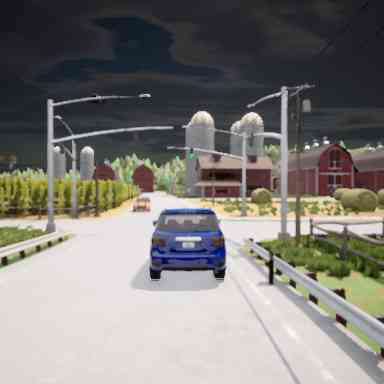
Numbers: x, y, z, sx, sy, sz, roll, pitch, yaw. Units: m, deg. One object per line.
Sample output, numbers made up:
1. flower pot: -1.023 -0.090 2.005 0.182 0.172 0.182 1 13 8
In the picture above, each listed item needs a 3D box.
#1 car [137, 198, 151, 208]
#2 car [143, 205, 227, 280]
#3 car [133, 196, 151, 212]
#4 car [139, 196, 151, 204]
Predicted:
1. car: -7.359 1.602 50.880 1.994 1.385 4.181 0 1 -8
2. car: -0.178 1.547 11.160 2.150 2.045 5.566 0 -2 -2
3. car: -6.191 1.503 41.212 2.097 1.767 4.553 0 1 -7
4. car: -8.561 1.485 60.850 1.994 1.385 4.181 0 1 -7
